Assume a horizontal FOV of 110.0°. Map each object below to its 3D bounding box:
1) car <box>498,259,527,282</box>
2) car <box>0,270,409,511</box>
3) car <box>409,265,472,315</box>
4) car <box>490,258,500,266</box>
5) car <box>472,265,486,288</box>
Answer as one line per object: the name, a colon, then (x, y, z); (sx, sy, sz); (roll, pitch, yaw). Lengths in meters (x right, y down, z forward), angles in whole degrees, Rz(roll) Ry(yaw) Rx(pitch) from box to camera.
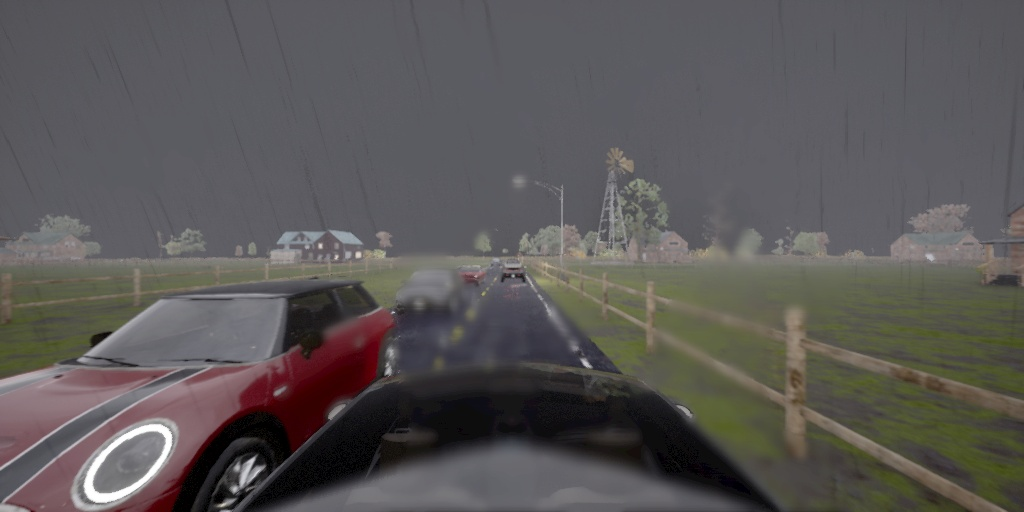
car: (0.083, 1.170, 27.928); (1.837, 1.490, 4.892); (0, 0, 0)
car: (-2.844, 1.095, 3.805); (2.097, 1.767, 4.553); (0, 0, 0)
car: (-2.834, 1.218, 13.455); (1.837, 1.490, 4.892); (0, 0, 0)
car: (-2.793, 1.063, 63.163); (1.812, 1.442, 4.674); (0, 0, 1)
car: (-2.813, 1.281, 23.399); (1.895, 1.301, 4.718); (0, 0, 0)
